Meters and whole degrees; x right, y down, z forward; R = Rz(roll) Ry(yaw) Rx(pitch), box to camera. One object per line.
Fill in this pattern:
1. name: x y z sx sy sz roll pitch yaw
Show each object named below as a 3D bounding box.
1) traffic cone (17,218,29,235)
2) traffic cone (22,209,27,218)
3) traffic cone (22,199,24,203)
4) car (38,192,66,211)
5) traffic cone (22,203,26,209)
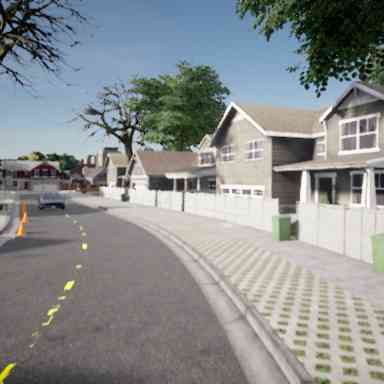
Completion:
1. traffic cone: -7.208 1.513 14.068 0.340 0.580 0.340 -1 2 -21
2. traffic cone: -9.198 1.378 18.376 0.340 0.580 0.340 -1 2 -27
3. traffic cone: -13.783 1.102 27.259 0.340 0.580 0.340 -1 2 -27
4. car: -11.623 0.687 27.367 2.033 1.411 5.357 -1 2 -27
5. traffic cone: -11.491 1.240 22.818 0.340 0.580 0.340 -1 2 -27
